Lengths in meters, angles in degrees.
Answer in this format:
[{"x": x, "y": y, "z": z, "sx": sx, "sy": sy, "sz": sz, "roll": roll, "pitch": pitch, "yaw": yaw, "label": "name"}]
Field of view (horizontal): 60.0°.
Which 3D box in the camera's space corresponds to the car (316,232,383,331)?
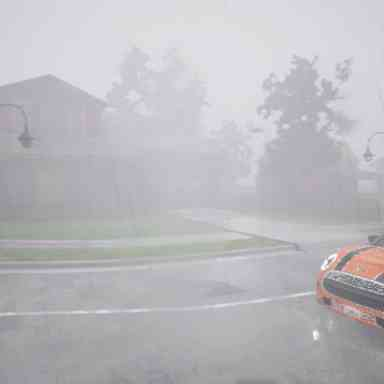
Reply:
[{"x": 4.543, "y": 1.271, "z": 6.154, "sx": 4.553, "sy": 1.767, "sz": 2.097, "roll": 0, "pitch": 1, "yaw": -25, "label": "car"}]
